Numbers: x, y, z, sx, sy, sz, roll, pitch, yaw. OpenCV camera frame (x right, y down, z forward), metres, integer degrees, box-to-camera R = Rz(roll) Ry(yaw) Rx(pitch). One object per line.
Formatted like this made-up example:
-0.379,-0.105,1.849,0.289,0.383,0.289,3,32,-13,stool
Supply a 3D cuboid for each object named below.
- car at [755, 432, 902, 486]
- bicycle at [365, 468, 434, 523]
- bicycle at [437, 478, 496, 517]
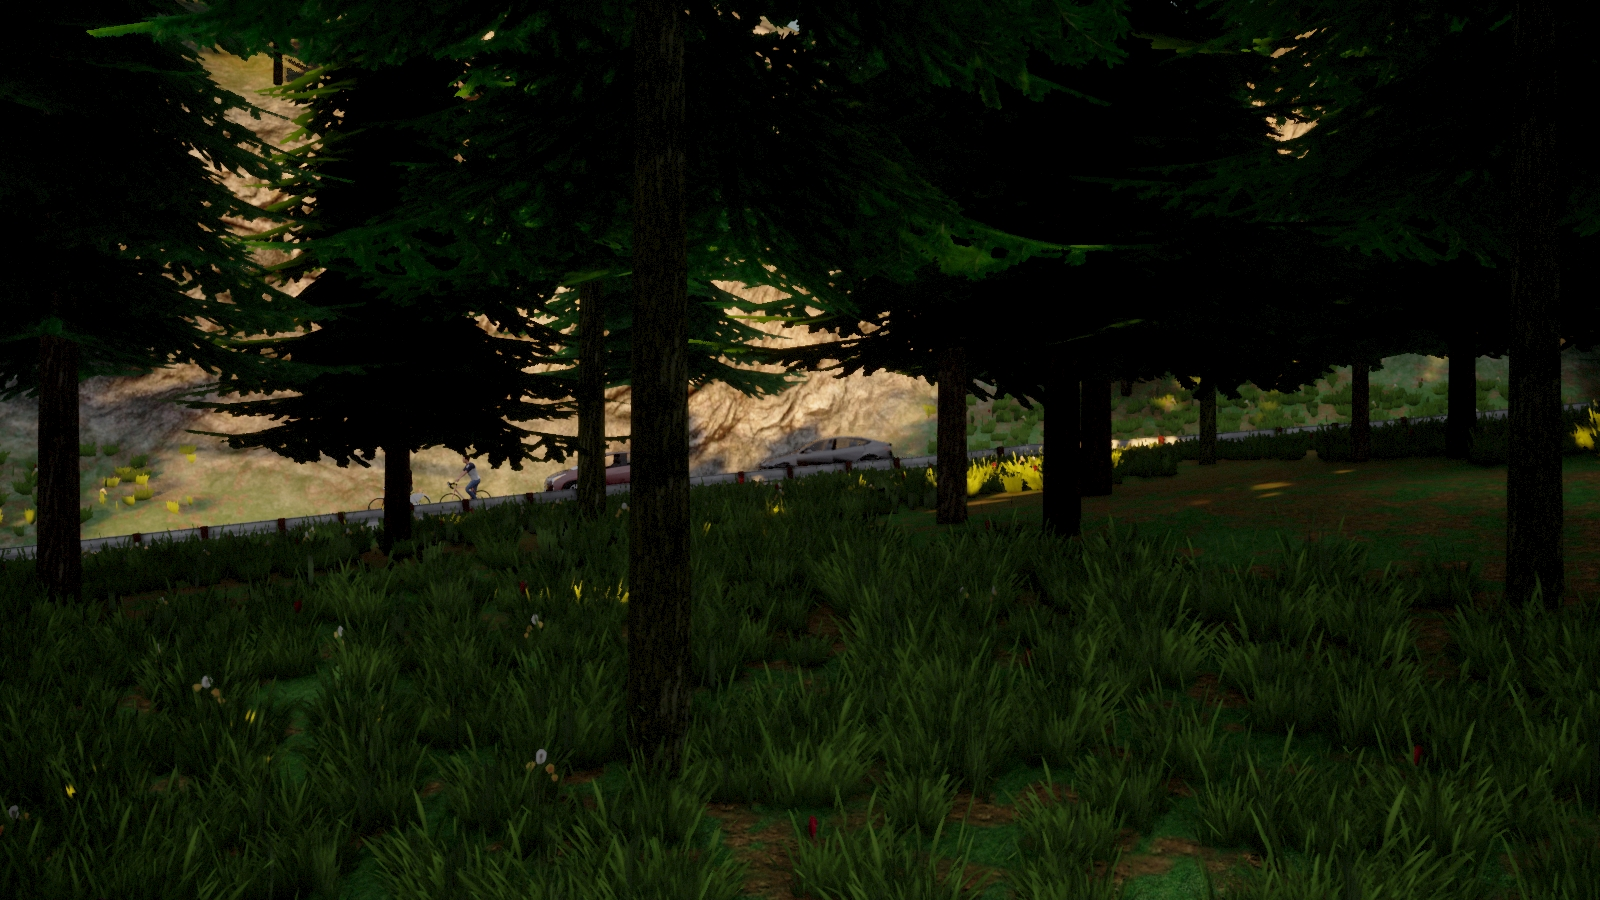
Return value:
0.951,0.296,39.766,4.792,1.488,2.163,-4,1,-5,car
-12.081,1.356,34.486,1.835,1.471,0.329,-5,3,-29,bicycle
-10.252,1.440,35.171,1.643,1.024,0.373,-5,3,-36,bicycle
